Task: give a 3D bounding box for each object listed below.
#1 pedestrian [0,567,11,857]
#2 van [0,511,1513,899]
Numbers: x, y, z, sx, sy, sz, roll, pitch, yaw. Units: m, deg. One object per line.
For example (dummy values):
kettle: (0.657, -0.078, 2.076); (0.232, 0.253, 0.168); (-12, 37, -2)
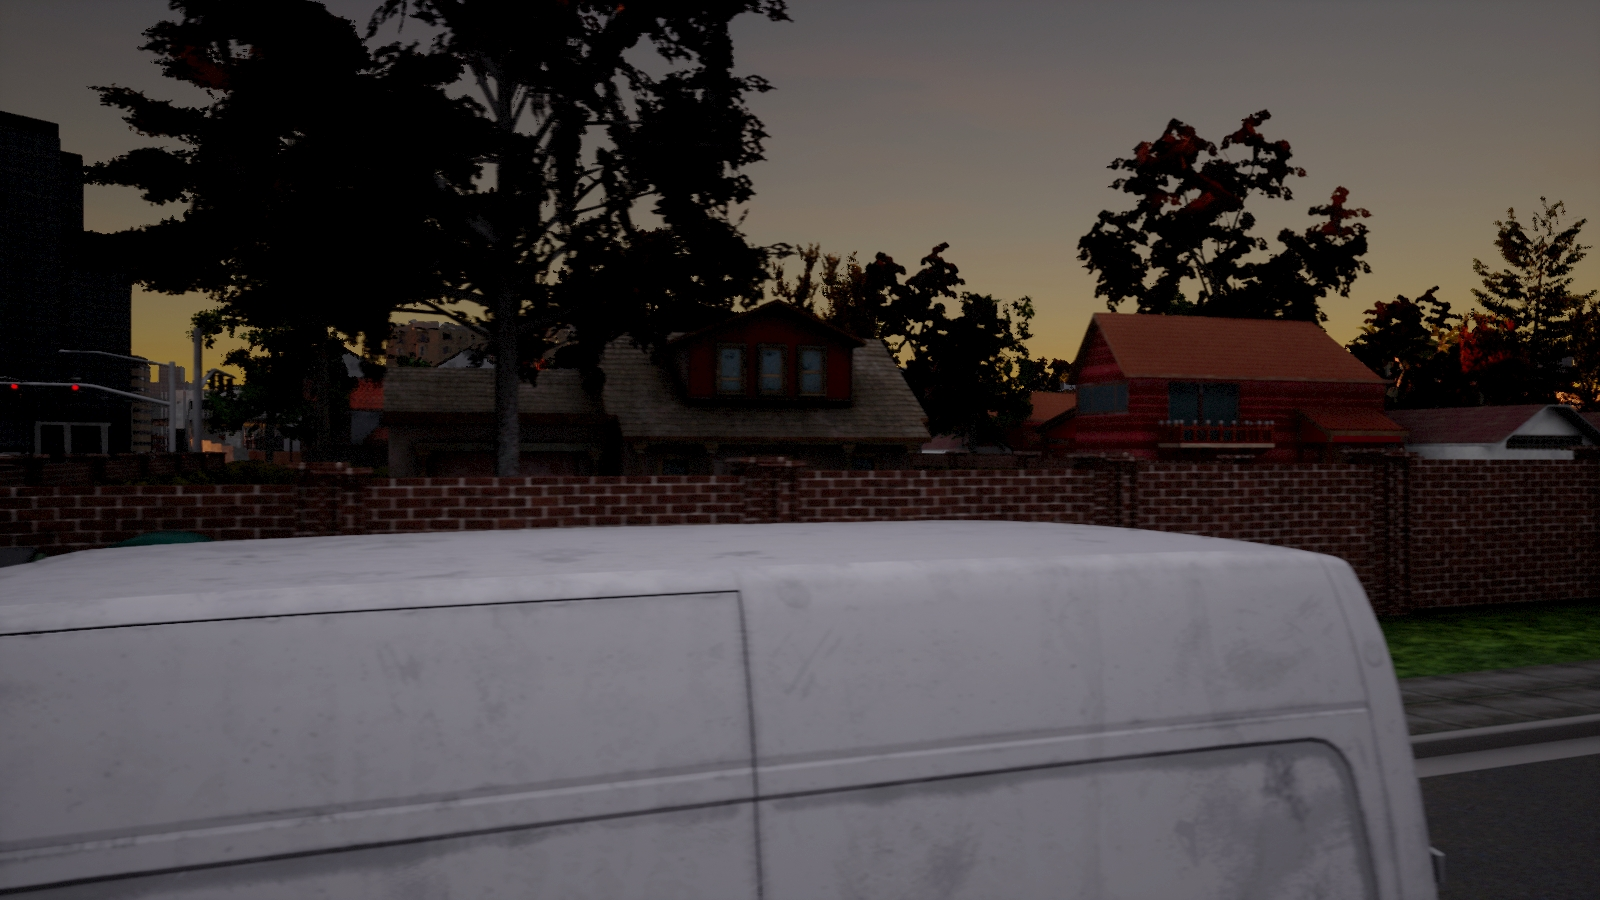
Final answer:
pedestrian: (-5.351, 1.696, 7.289); (0.375, 1.860, 0.375); (0, 0, 4)
van: (-1.316, 1.535, 2.815); (5.915, 2.561, 1.988); (0, 0, -20)
